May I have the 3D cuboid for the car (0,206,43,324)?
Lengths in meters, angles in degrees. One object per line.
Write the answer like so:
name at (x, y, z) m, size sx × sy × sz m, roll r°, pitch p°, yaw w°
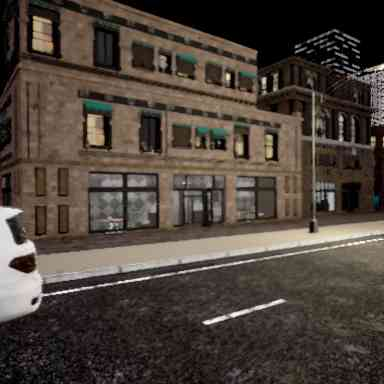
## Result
car at (-4.918, 1.220, 4.171) m, size 5.566 × 2.045 × 2.150 m, roll 0°, pitch 0°, yaw -35°
